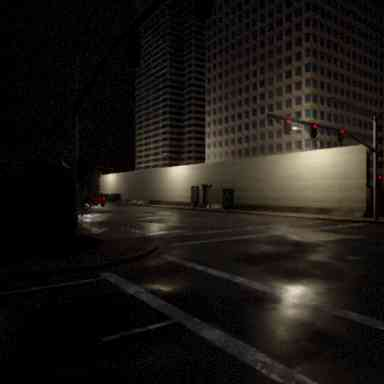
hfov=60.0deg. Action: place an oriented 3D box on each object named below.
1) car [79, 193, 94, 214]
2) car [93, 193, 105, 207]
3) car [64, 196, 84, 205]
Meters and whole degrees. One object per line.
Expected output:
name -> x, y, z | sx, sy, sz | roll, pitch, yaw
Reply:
car -> -12.082, 1.297, 34.147 | 2.097, 1.767, 4.553 | 0, 0, -35
car -> -14.934, 1.167, 50.516 | 2.150, 2.045, 5.566 | 0, 0, -33
car -> -20.934, 1.438, 58.858 | 2.128, 1.511, 4.902 | 0, 0, -35
